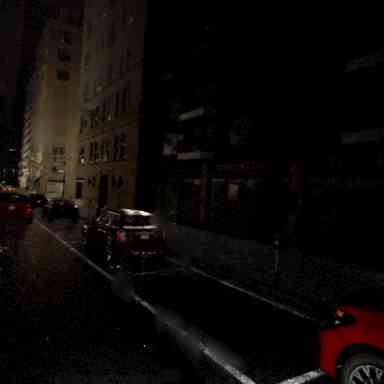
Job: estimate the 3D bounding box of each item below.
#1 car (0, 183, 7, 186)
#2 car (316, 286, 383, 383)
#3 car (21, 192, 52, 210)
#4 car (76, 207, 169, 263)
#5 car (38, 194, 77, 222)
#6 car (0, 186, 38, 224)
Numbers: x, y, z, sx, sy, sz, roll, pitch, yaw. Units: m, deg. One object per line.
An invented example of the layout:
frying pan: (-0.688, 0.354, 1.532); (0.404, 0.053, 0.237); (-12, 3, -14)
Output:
car: (-33.849, -0.390, 61.618); (1.967, 1.590, 4.097); (3, 0, -32)
car: (3.415, 1.511, 2.275); (2.192, 1.841, 5.009); (3, 0, -32)
car: (-14.155, 0.789, 30.210); (1.947, 1.339, 4.313); (3, 0, -32)
car: (-2.443, 1.311, 11.587); (1.967, 1.590, 4.097); (3, 0, -32)
car: (-8.302, 1.097, 20.899); (2.008, 1.369, 4.403); (3, 0, -32)
car: (-10.471, 0.772, 19.107); (2.097, 1.767, 4.553); (3, 0, -32)
